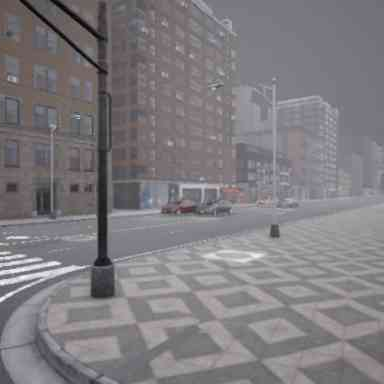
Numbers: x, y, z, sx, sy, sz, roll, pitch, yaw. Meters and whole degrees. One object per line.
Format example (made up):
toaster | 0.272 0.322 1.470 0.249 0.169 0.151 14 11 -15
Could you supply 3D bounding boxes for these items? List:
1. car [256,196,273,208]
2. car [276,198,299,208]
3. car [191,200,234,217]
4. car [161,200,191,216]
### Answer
car | 11.393 1.400 49.882 2.097 1.767 4.553 0 0 36
car | 14.007 1.578 47.950 1.812 1.442 4.674 0 0 36
car | 2.308 1.538 31.912 1.837 1.490 4.892 0 0 36
car | -1.005 1.519 32.876 1.882 1.535 5.008 0 0 36
